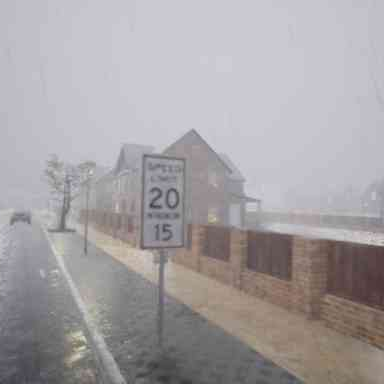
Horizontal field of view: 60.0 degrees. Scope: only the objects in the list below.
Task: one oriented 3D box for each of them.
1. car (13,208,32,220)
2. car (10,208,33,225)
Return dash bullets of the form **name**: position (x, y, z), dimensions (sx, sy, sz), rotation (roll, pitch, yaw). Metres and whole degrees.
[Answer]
- **car**: position (-23.112, 2.944, 45.571), dimensions (2.128, 1.511, 4.902), rotation (3, -3, -25)
- **car**: position (-17.787, 2.603, 34.629), dimensions (1.837, 1.490, 4.892), rotation (3, -3, -25)
